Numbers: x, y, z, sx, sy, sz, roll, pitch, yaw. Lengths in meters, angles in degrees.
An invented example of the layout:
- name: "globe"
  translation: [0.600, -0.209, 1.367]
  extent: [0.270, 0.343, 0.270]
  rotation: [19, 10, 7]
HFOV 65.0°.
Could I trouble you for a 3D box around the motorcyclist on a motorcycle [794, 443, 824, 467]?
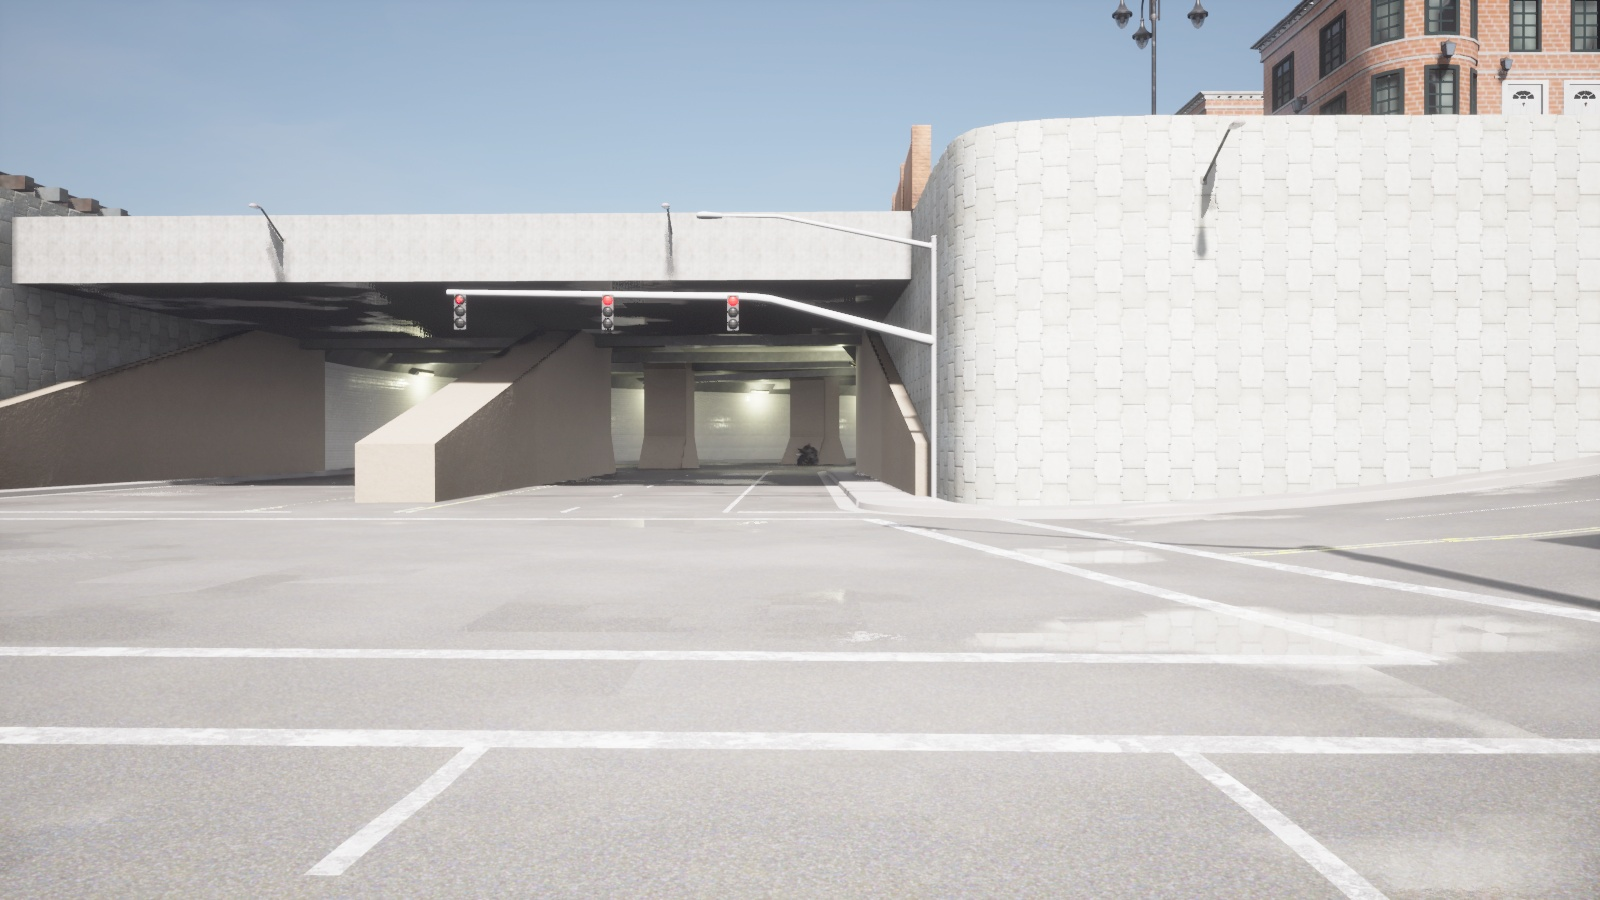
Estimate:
- name: "motorcyclist on a motorcycle"
  translation: [0.597, 0.311, 83.417]
  extent: [0.866, 1.530, 2.191]
  rotation: [1, 1, 38]
